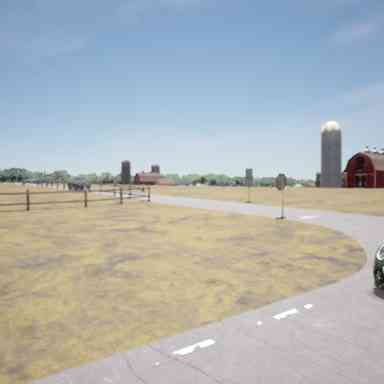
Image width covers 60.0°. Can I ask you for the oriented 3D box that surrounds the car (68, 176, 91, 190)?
[{"bbox_3d":[-17.299,-1.347,50.861,2.150,2.045,5.566,0,3,-36],"label":"car"}]

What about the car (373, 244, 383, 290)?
[{"bbox_3d":[5.862,1.127,7.116,4.553,1.767,2.097,-2,1,-35],"label":"car"}]
